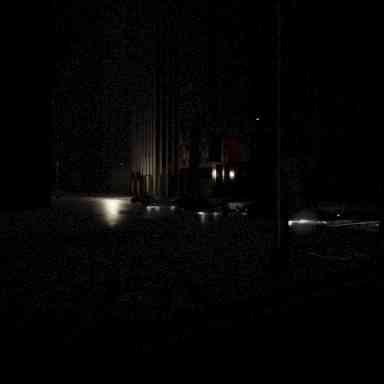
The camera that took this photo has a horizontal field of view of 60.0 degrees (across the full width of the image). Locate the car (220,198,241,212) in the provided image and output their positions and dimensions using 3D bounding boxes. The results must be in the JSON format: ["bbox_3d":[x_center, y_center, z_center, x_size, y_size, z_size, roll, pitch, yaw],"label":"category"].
[{"bbox_3d":[4.241,1.272,33.853,1.895,1.301,4.718,0,1,-35],"label":"car"}]

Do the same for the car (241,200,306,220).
[{"bbox_3d":[6.130,1.325,25.528,1.994,1.385,4.181,0,1,-36],"label":"car"}]

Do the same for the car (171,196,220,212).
[{"bbox_3d":[0.253,1.108,33.875,1.882,1.535,5.008,0,1,-35],"label":"car"}]

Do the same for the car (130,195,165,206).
[{"bbox_3d":[-6.110,1.038,42.915,2.033,1.411,5.357,0,1,-35],"label":"car"}]

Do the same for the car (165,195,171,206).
[{"bbox_3d":[-3.134,1.111,44.342,1.895,1.301,4.718,0,1,-35],"label":"car"}]

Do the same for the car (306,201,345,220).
[{"bbox_3d":[9.535,1.390,26.365,1.895,1.301,4.718,0,1,-36],"label":"car"}]
